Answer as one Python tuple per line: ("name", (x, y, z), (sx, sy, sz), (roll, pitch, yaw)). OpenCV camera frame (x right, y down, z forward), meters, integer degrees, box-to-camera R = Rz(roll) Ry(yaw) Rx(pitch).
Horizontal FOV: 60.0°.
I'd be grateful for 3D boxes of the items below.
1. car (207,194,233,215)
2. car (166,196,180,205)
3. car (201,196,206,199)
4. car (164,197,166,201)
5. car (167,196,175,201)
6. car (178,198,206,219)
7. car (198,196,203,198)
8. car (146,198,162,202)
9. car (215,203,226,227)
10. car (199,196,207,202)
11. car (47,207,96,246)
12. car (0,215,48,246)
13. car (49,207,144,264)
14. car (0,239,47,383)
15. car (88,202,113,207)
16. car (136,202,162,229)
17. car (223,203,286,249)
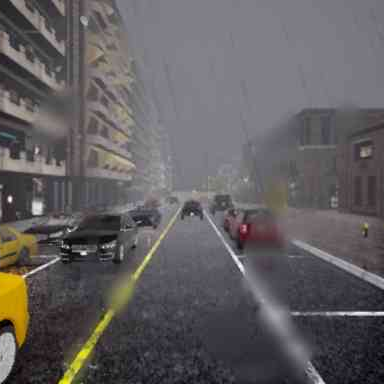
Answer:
("car", (3.039, 1.267, 34.826), (2.150, 2.045, 5.566), (0, 0, 0))
("car", (-3.153, 1.583, 60.373), (1.837, 1.490, 4.892), (0, 0, 0))
("car", (2.550, 1.608, 65.827), (1.752, 1.417, 4.829), (-1, 0, 0))
("car", (-5.807, 1.624, 54.314), (2.008, 1.369, 4.403), (-1, 0, 0))
("car", (-5.888, 1.700, 94.056), (1.947, 1.339, 4.313), (-1, 0, 0))
("car", (0.020, 1.540, 29.396), (1.837, 1.490, 4.892), (0, 0, 0))
("car", (-0.013, 1.599, 42.361), (2.033, 1.411, 5.357), (0, 0, 0))
("car", (-5.795, 1.610, 48.637), (1.887, 1.381, 4.507), (-1, 0, 0))
("car", (2.643, 1.603, 20.239), (1.802, 1.307, 4.206), (-1, 0, 0))
("car", (2.527, 1.644, 77.012), (1.887, 1.381, 4.507), (-1, 0, 0))
("car", (-5.747, 1.572, 14.572), (2.008, 1.369, 4.403), (-1, 0, 0))
("car", (-5.788, 1.540, 8.725), (1.752, 1.417, 4.829), (-1, 0, 0))
("car", (-3.117, 1.521, 11.984), (1.837, 1.490, 4.892), (0, 0, 0))
("car", (-3.101, 1.483, 2.386), (1.882, 1.535, 5.008), (0, 0, 0))
("car", (-5.723, 1.468, 20.249), (1.967, 1.590, 4.097), (-1, 0, 0))
("car", (-3.101, 1.592, 21.827), (1.994, 1.385, 4.181), (0, 0, 1))
("car", (2.674, 1.454, 14.563), (1.967, 1.590, 4.097), (-1, 0, 0))
